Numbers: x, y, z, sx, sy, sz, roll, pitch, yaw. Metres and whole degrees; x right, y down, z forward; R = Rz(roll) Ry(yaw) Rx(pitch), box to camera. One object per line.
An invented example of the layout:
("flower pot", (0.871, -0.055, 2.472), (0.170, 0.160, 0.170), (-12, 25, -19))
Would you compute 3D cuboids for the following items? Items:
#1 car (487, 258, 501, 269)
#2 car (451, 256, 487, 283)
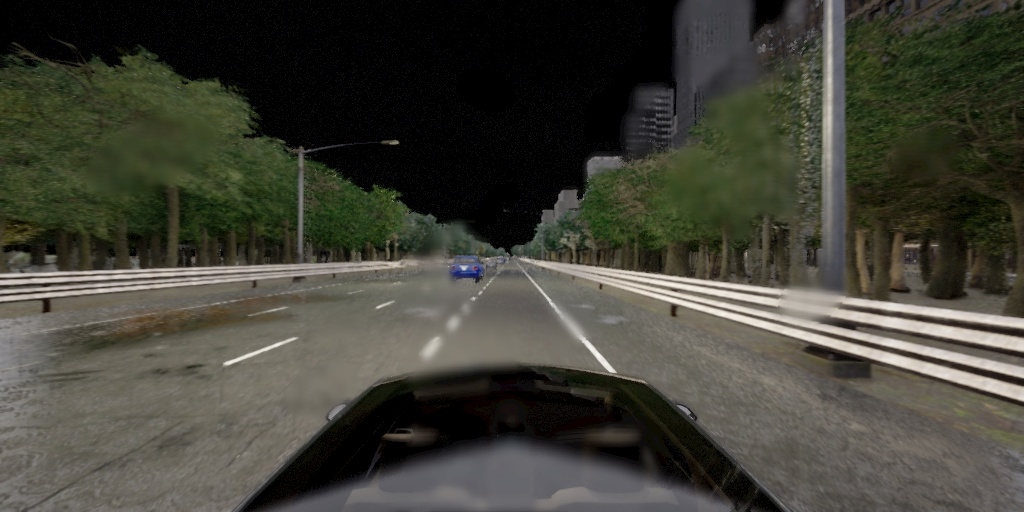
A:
("car", (-3.529, 1.477, 62.005), (2.128, 1.511, 4.902), (0, 0, 0))
("car", (-3.510, 1.054, 28.902), (2.150, 2.045, 5.566), (0, 0, 0))
